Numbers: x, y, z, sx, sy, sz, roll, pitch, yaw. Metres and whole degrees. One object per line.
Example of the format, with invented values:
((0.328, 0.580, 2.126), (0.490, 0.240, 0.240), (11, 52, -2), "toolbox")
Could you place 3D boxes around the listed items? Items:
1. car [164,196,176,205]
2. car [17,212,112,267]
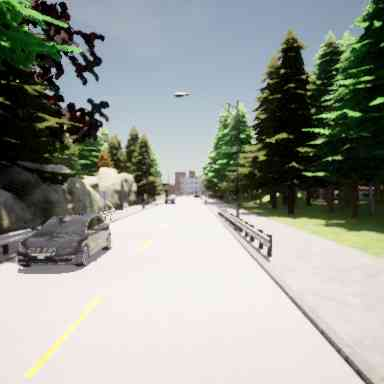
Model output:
((-3.823, 1.514, 58.933), (2.128, 1.511, 4.902), (0, 0, 1), "car")
((-4.091, 1.507, 11.441), (1.837, 1.490, 4.892), (0, 0, 0), "car")
